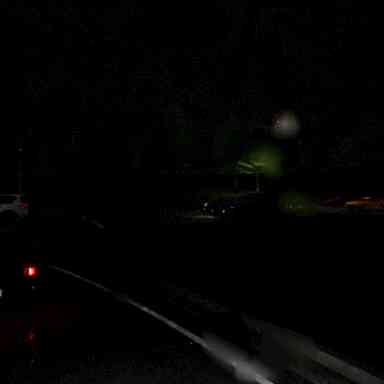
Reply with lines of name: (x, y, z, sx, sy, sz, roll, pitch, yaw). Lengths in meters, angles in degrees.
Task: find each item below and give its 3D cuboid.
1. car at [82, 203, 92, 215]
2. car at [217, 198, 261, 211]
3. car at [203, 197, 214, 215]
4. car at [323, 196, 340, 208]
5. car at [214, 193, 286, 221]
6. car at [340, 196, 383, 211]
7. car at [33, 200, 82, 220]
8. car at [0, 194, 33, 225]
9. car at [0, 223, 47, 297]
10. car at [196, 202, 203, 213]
car: (-11.343, 1.441, 30.462, 4.181, 1.385, 1.994, 0, 0, -25)
car: (5.429, 1.442, 38.348, 4.718, 1.301, 1.895, 0, 0, -25)
car: (3.555, 1.440, 29.731, 4.181, 1.385, 1.994, 0, 0, -25)
car: (20.037, 1.288, 45.194, 5.008, 1.535, 1.882, -1, 1, -25)
car: (4.886, 1.111, 26.490, 5.566, 2.045, 2.150, 0, 0, -26)
car: (19.344, 1.321, 37.146, 5.008, 1.535, 1.882, 0, 0, -25)
car: (-11.347, 1.457, 26.592, 4.181, 1.385, 1.994, 0, 0, -25)
car: (-13.642, 1.137, 21.645, 5.566, 2.045, 2.150, 0, 0, -25)
car: (-5.151, 1.570, 7.659, 1.895, 1.301, 4.718, 0, 0, -44)
car: (2.711, 1.215, 33.203, 4.553, 1.767, 2.097, 0, 0, -25)
